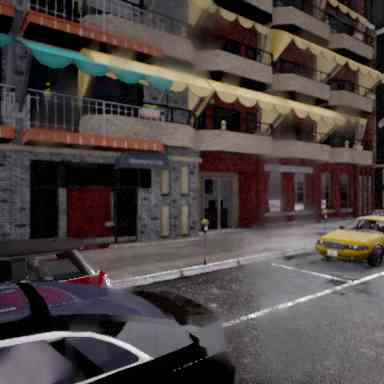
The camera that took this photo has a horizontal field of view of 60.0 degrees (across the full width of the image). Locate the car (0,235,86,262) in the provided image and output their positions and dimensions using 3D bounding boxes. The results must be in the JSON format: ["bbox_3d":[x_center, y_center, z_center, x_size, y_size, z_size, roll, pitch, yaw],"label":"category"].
[{"bbox_3d":[-3.130,1.442,4.311,4.097,1.590,1.967,-1,1,-36],"label":"car"}]

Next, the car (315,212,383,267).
[{"bbox_3d":[5.923,1.369,10.793,4.829,1.417,1.752,-1,1,-36],"label":"car"}]

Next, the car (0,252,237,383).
[{"bbox_3d":[-1.901,1.498,2.021,4.902,1.511,2.128,-1,1,-36],"label":"car"}]
